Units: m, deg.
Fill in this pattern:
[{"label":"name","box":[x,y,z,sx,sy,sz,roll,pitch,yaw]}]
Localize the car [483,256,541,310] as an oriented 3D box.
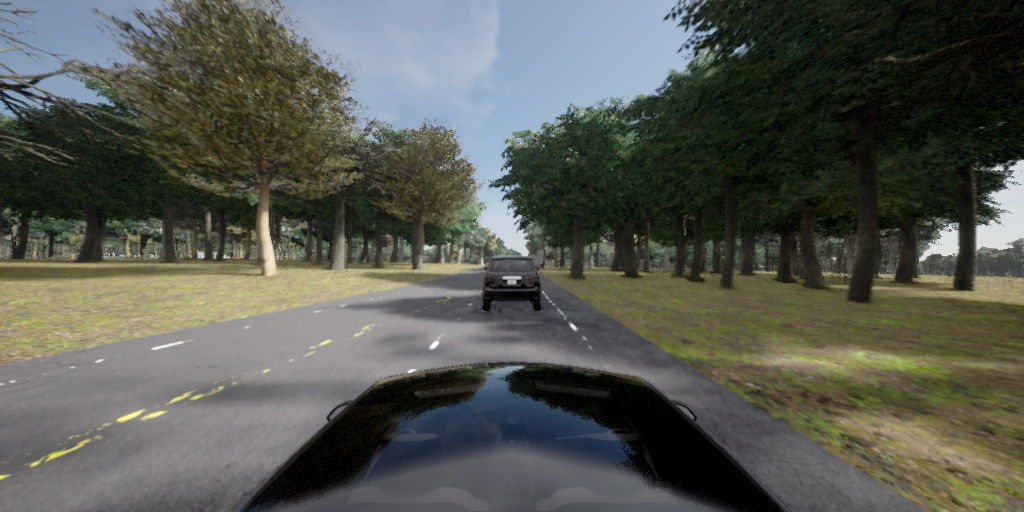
[{"label":"car","box":[-0.006,1.006,15.036,2.150,2.045,5.566,0,0,0]}]
